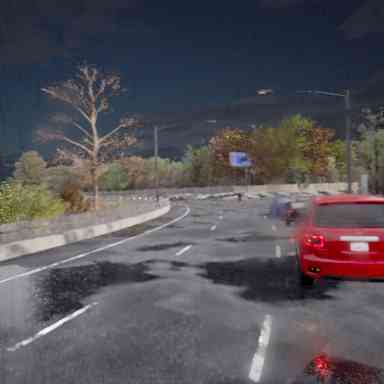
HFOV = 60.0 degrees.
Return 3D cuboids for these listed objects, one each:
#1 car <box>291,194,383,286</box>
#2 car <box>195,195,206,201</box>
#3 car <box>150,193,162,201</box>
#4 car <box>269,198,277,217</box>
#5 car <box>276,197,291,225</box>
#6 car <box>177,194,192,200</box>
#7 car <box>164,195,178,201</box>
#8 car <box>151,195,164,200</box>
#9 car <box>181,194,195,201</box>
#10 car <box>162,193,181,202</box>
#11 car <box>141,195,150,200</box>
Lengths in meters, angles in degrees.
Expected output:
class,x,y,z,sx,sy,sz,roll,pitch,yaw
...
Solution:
class,x,y,z,sx,sy,sz,roll,pitch,yaw
car,3.886,1.081,8.817,2.150,2.045,5.566,-2,0,16
car,1.551,1.345,78.301,1.895,1.301,4.718,-2,0,-20
car,-8.111,1.256,83.514,2.150,2.045,5.566,-2,0,-24
car,7.654,1.172,27.835,1.882,1.535,5.008,-2,0,6
car,6.733,1.265,21.255,1.812,1.442,4.674,-2,0,9
car,-2.026,1.362,87.030,2.128,1.511,4.902,-2,0,-27
car,-5.389,1.537,85.932,1.895,1.301,4.718,-2,0,-27
car,-9.803,1.464,94.533,1.895,1.301,4.718,-2,0,-32
car,-1.808,1.380,77.304,2.128,1.511,4.902,-2,0,-20
car,-4.710,1.474,75.002,1.812,1.442,4.674,-2,0,-20
car,-12.829,1.491,92.777,2.128,1.511,4.902,-2,0,-32
